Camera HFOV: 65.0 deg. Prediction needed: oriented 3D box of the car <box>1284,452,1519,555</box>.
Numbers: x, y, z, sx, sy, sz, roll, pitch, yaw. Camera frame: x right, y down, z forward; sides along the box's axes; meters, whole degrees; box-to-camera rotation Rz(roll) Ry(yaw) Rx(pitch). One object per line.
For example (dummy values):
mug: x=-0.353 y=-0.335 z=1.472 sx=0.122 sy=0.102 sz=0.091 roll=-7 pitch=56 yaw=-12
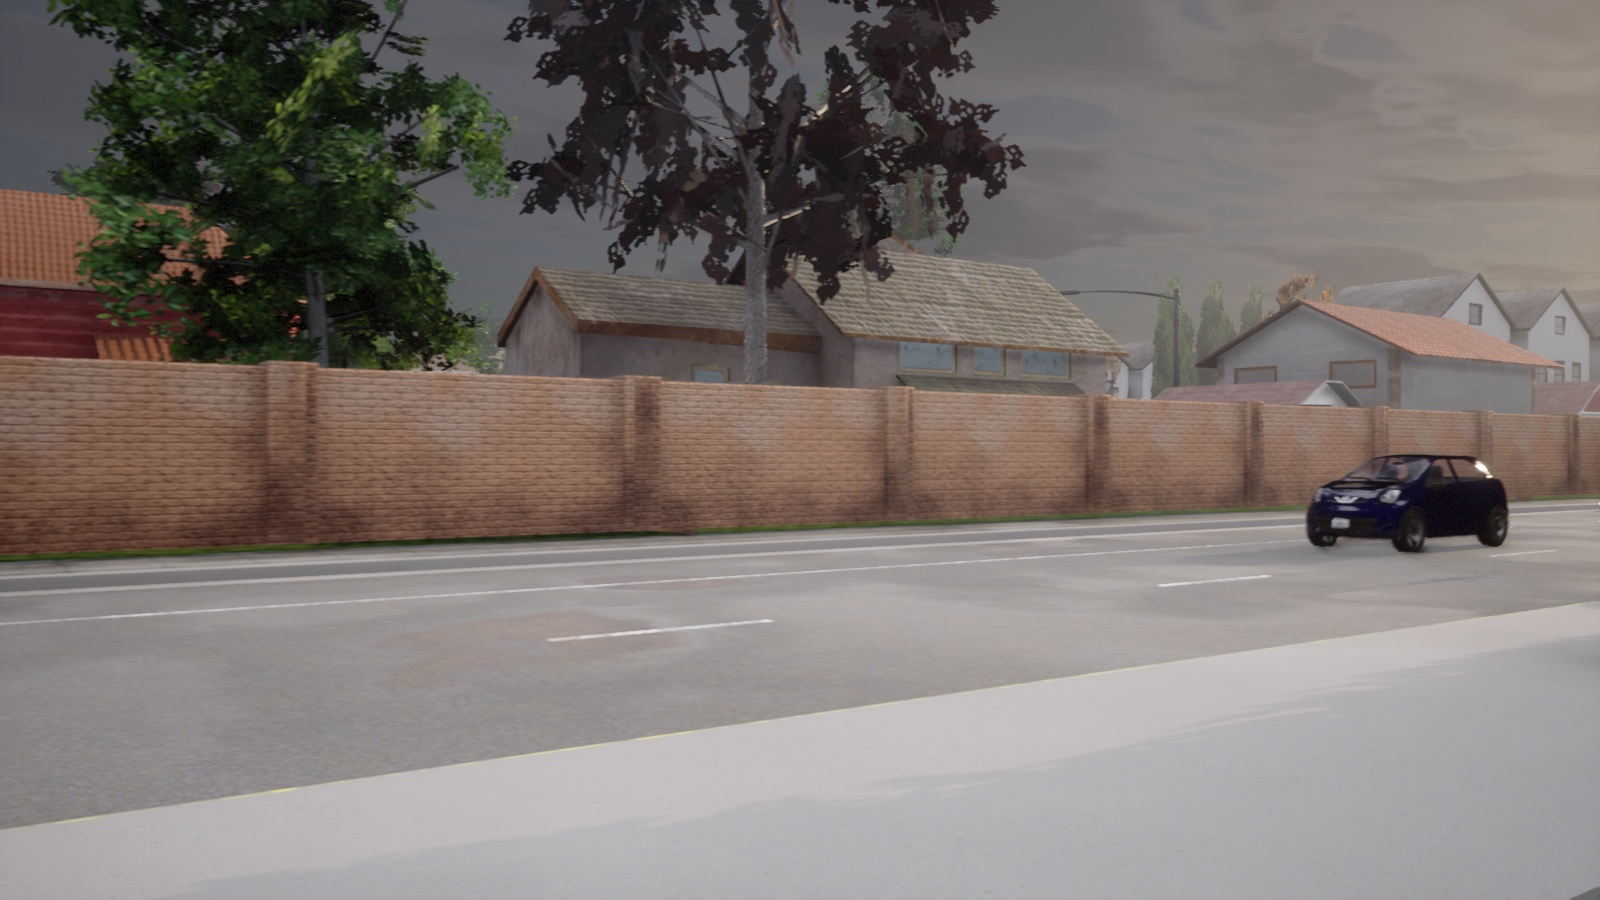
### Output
car: x=9.668 y=0.788 z=20.135 sx=3.633 sy=1.501 sz=1.845 roll=0 pitch=0 yaw=-35
